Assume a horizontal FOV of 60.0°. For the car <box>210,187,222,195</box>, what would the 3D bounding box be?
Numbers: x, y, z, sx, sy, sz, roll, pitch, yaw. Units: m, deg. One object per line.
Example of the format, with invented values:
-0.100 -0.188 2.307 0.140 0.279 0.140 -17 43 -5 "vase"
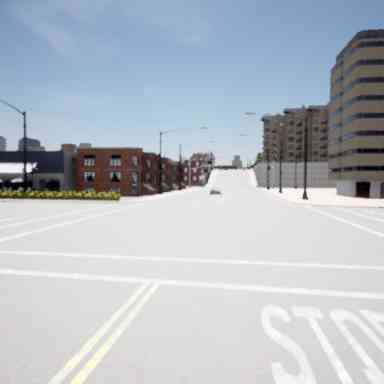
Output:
4.086 -0.171 57.492 1.895 1.301 4.718 1 2 8 "car"
